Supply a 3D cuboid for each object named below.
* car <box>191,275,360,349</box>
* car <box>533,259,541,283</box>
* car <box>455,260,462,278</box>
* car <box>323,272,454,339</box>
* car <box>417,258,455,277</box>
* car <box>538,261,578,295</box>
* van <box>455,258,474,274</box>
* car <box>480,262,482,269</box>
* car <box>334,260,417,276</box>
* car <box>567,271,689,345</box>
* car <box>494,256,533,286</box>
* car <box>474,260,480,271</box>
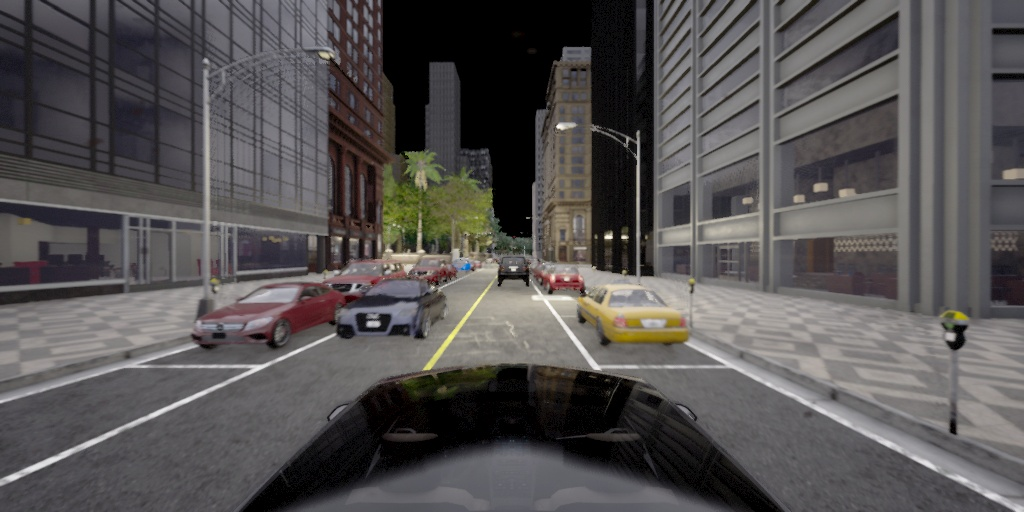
[{"bbox_3d":[-5.762,1.335,9.147,1.802,1.307,4.207,0,0,0],"label":"car"},{"bbox_3d":[2.763,1.203,25.413,1.967,1.591,4.097,0,0,0],"label":"car"},{"bbox_3d":[-5.762,1.313,30.850,1.888,1.381,4.507,0,0,0],"label":"car"},{"bbox_3d":[-3.047,1.318,9.902,1.994,1.385,4.181,0,0,0],"label":"car"},{"bbox_3d":[-5.762,1.078,25.425,2.192,1.841,5.009,0,0,0],"label":"car"},{"bbox_3d":[2.763,1.199,19.987,1.967,1.591,4.097,0,0,0],"label":"car"},{"bbox_3d":[-5.762,1.118,41.703,1.690,1.789,3.998,0,0,0],"label":"van"},{"bbox_3d":[-5.762,1.371,57.982,1.802,1.307,4.207,0,0,0],"label":"car"},{"bbox_3d":[-5.762,1.071,14.573,2.192,1.841,5.009,0,0,0],"label":"car"},{"bbox_3d":[2.763,1.278,9.308,1.751,1.417,4.829,0,0,0],"label":"car"},{"bbox_3d":[0.101,0.985,25.791,2.150,2.045,5.566,0,0,0],"label":"car"},{"bbox_3d":[-5.762,1.222,47.129,1.967,1.591,4.097,0,0,0],"label":"car"}]
